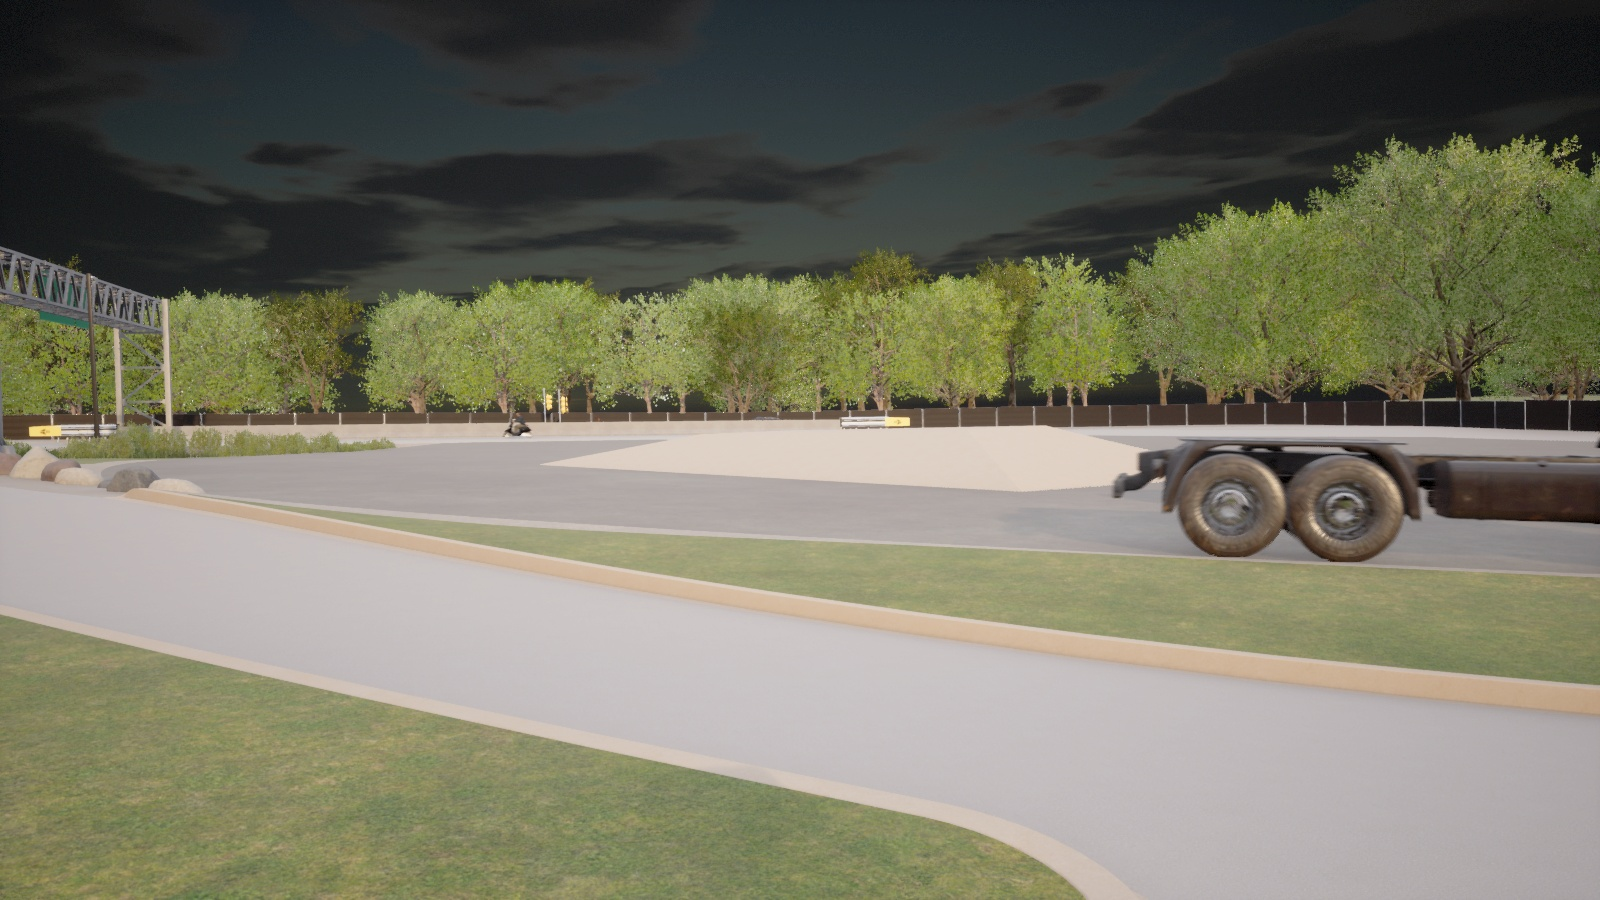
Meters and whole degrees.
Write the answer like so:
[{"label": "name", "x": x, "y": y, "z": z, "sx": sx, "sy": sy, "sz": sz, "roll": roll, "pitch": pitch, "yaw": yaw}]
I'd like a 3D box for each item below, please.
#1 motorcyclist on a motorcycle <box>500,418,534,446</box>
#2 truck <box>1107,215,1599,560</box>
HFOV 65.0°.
[{"label": "motorcyclist on a motorcycle", "x": -17.202, "y": -1.104, "z": 76.327, "sx": 1.817, "sy": 1.590, "sz": 0.866, "roll": -2, "pitch": 2, "yaw": -20}, {"label": "truck", "x": 7.628, "y": -0.659, "z": 14.267, "sx": 7.936, "sy": 3.462, "sz": 2.891, "roll": 0, "pitch": 1, "yaw": 16}]
